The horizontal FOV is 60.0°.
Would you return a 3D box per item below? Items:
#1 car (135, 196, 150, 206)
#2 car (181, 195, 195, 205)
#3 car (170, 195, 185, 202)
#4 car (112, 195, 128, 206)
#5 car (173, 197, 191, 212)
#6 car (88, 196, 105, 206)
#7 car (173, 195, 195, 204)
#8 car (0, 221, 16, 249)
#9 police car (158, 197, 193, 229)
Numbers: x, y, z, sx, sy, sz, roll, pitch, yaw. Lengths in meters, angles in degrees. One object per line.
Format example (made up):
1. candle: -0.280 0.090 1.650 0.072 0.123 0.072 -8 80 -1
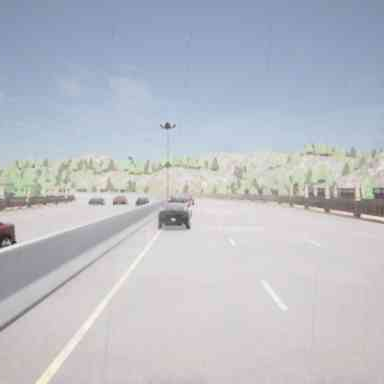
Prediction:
1. car: -7.538 1.349 51.083 1.994 1.385 4.181 0 0 -5
2. car: -0.702 1.296 55.022 1.812 1.442 4.674 0 0 -8
3. car: -2.995 1.334 67.429 1.895 1.301 4.718 0 0 -16
4. car: -11.082 1.262 51.492 1.882 1.535 5.008 0 0 -5
5. car: -1.035 1.368 36.986 1.812 1.442 4.674 0 0 0
6. car: -14.530 1.351 50.817 1.994 1.385 4.181 0 0 -5
7. car: -1.038 1.217 30.955 2.097 1.767 4.553 0 0 0
8. car: -7.095 1.429 9.609 1.882 1.535 5.008 0 0 0
9. police car: -1.041 1.331 21.095 1.930 1.638 5.238 0 0 0
